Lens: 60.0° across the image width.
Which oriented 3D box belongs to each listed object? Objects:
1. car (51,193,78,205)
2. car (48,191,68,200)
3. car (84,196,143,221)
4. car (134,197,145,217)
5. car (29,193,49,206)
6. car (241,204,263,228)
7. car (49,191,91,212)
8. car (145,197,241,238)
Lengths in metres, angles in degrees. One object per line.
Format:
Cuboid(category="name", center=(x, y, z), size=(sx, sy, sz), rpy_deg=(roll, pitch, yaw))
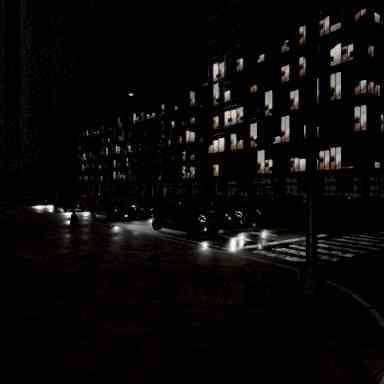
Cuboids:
Cuboid(category="car", center=(-16.331, 0.812, 42.405), size=(1.895, 1.301, 4.718), rpy_deg=(0, 1, -38))
Cuboid(category="car", center=(-22.592, 0.540, 55.880), size=(1.895, 1.301, 4.718), rpy_deg=(0, 1, -38))
Cuboid(category="car", center=(-5.673, 1.208, 23.539), size=(1.895, 1.301, 4.718), rpy_deg=(0, 1, -38))
Cuboid(category="car", center=(-3.986, 1.126, 26.646), size=(2.033, 1.411, 5.357), rpy_deg=(0, 1, -38))
Cuboid(category="car", center=(-17.600, 0.817, 38.745), size=(1.994, 1.385, 4.181), rpy_deg=(0, 1, -37))
Cuboid(category="car", center=(1.891, 1.104, 19.212), size=(2.097, 1.767, 4.553), rpy_deg=(0, 1, -38))
Cuboid(category="car", center=(-11.399, 0.943, 30.807), size=(1.837, 1.490, 4.892), rpy_deg=(0, 1, -38))
Cuboid(category="car", center=(-0.095, 1.124, 16.481), size=(2.097, 1.767, 4.553), rpy_deg=(0, 1, -38))
